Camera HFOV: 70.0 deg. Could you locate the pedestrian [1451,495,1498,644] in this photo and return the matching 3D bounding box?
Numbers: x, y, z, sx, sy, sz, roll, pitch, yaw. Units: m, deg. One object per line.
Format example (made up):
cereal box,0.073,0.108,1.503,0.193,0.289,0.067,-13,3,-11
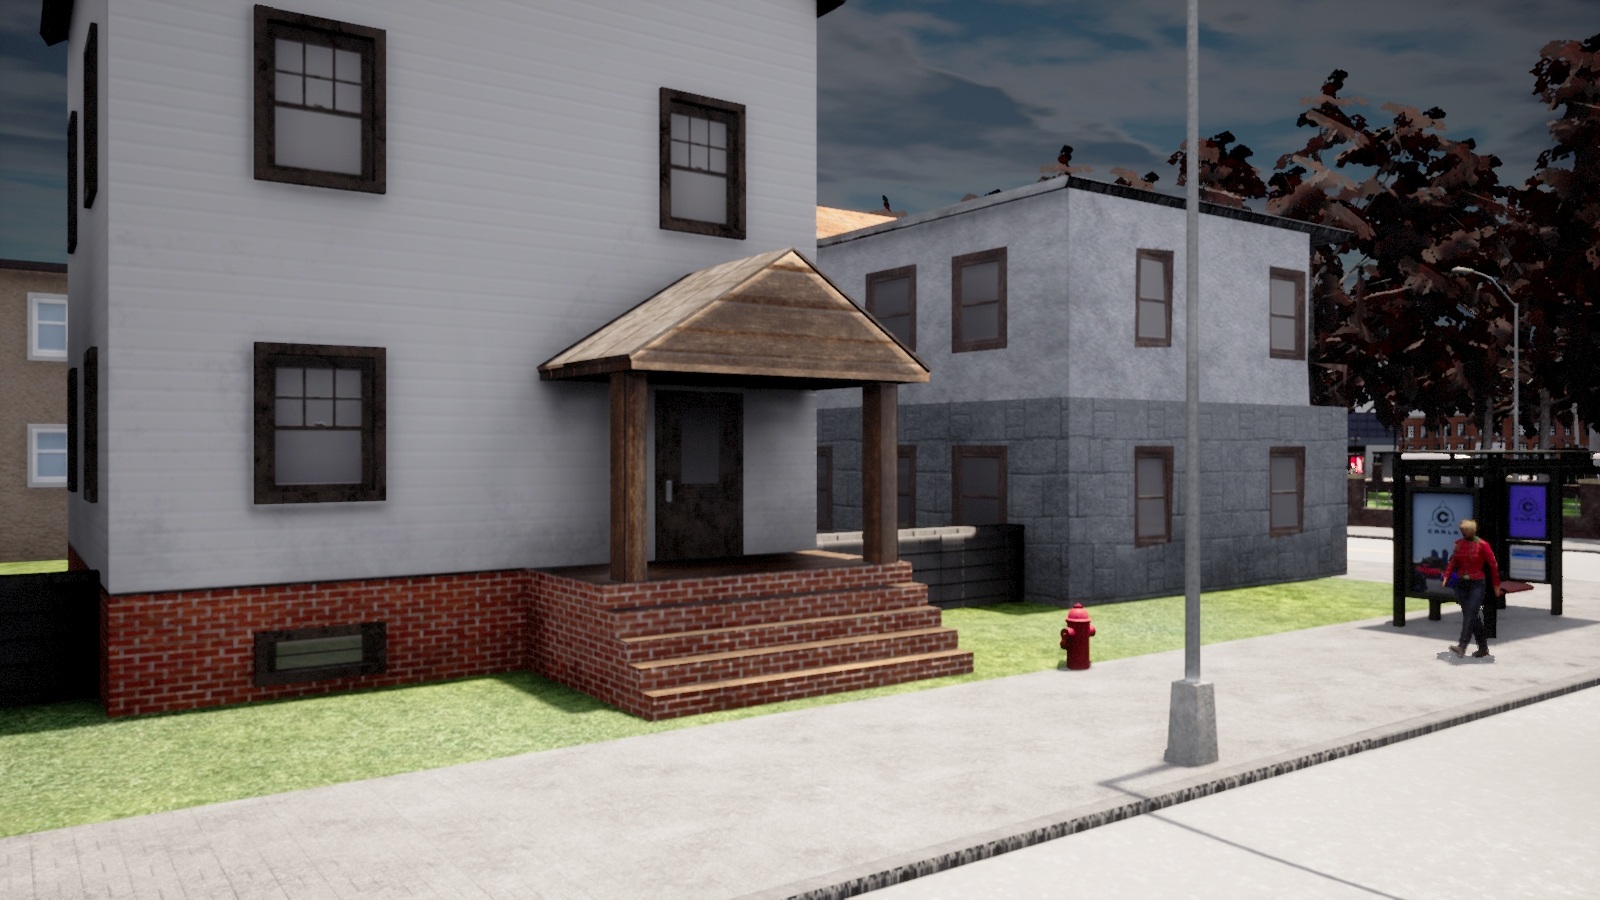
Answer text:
pedestrian,8.622,1.509,14.613,0.375,1.860,0.375,0,0,-29
